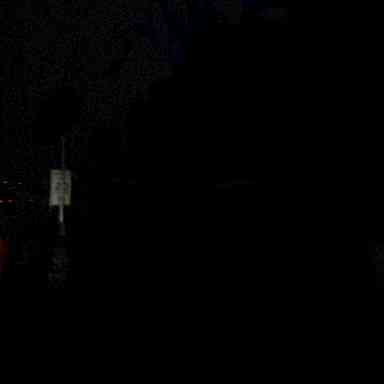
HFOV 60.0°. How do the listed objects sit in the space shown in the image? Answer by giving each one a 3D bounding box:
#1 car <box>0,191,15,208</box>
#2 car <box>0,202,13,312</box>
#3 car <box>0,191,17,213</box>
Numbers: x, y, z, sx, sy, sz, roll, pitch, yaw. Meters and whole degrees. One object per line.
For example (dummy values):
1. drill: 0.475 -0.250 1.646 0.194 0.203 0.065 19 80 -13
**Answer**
1. car: -23.955 0.952 42.663 2.150 2.045 5.566 1 -1 -28
2. car: -5.079 1.252 7.044 2.097 1.767 4.553 1 0 -28
3. car: -19.014 0.968 33.429 2.150 2.045 5.566 1 -1 -27
